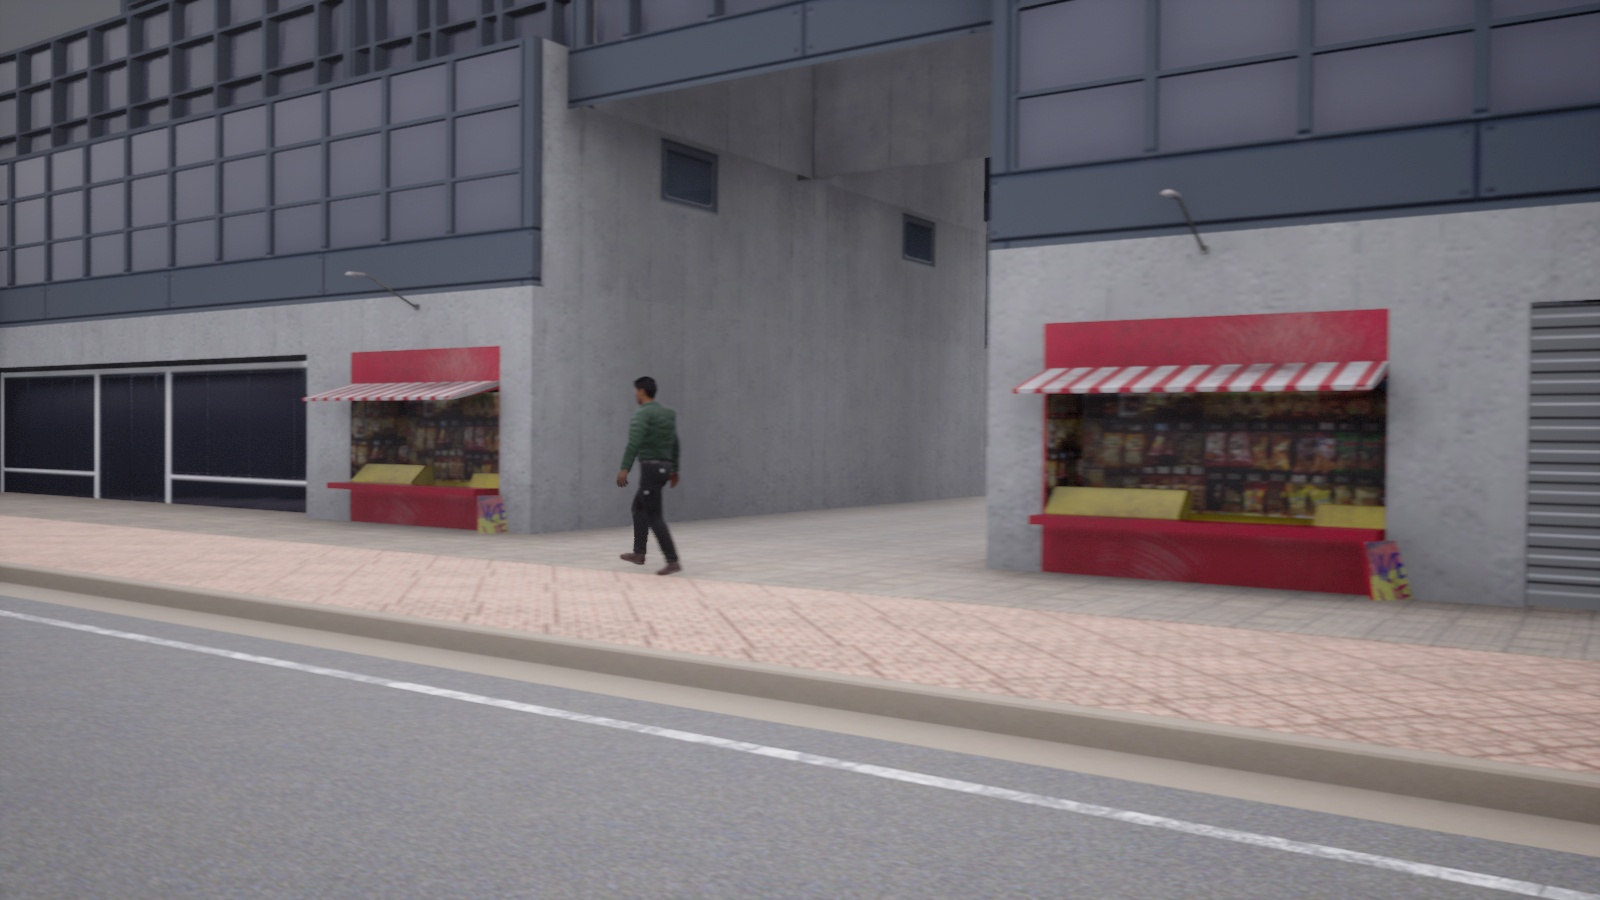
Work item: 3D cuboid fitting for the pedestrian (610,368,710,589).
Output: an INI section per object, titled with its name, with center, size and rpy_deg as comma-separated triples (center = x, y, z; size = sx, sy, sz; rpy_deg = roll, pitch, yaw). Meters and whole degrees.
[pedestrian]
center = -1.279, 0.245, 11.452
size = 0.788, 1.949, 0.423
rpy_deg = 0, 1, 31
